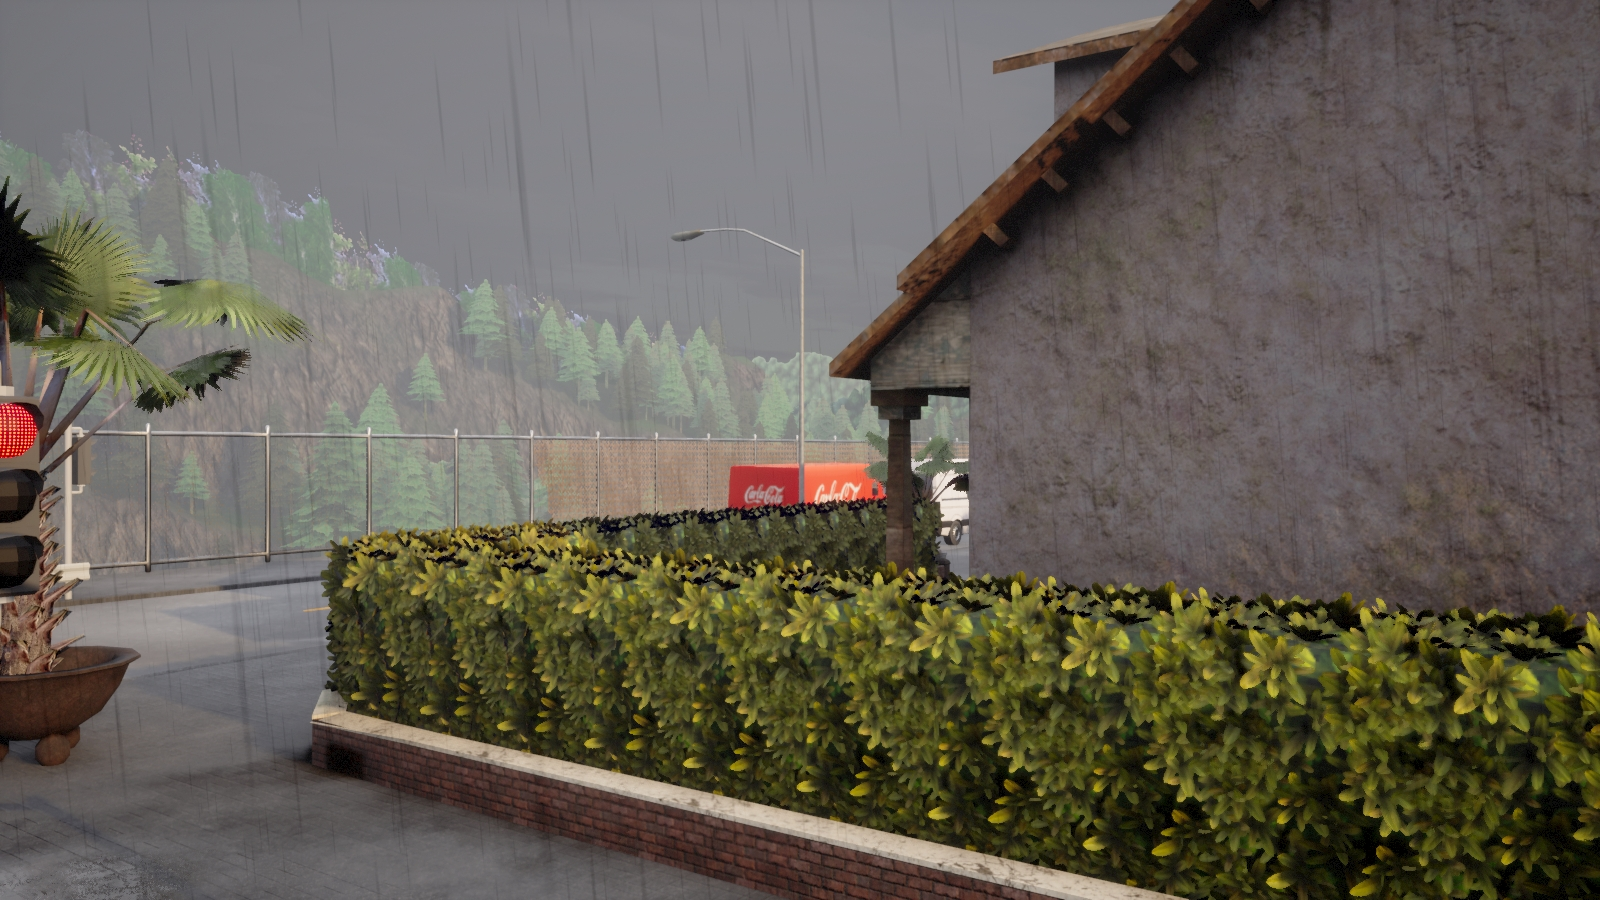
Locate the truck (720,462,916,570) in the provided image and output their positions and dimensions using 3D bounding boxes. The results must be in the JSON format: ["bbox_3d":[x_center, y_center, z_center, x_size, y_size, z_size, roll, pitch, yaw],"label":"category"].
[{"bbox_3d":[0.584,1.568,29.600,2.627,2.467,5.204,0,0,35],"label":"truck"}]
